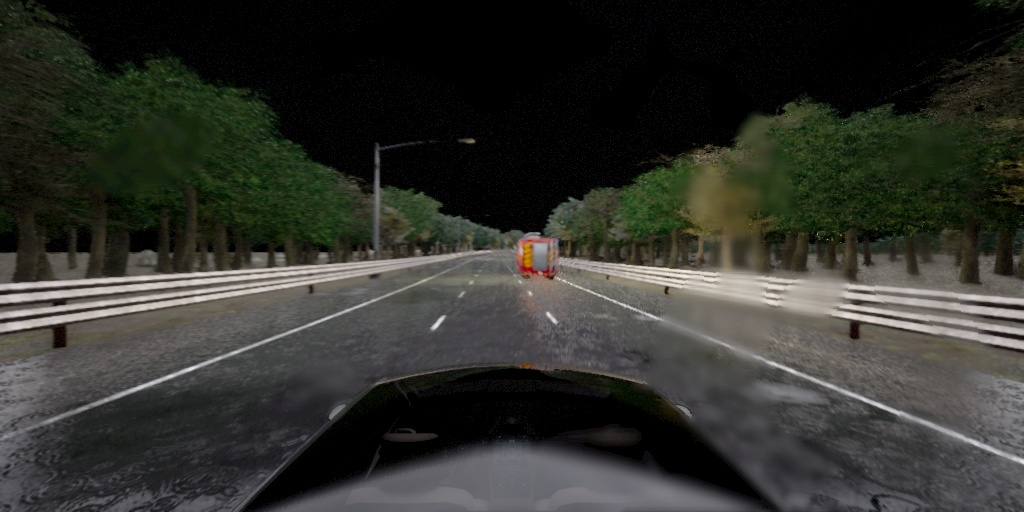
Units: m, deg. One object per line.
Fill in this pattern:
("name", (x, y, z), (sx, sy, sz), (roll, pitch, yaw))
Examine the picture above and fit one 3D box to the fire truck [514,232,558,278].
("fire truck", (2.071, -0.019, 32.553), (2.891, 3.827, 8.468), (1, 1, -3))
